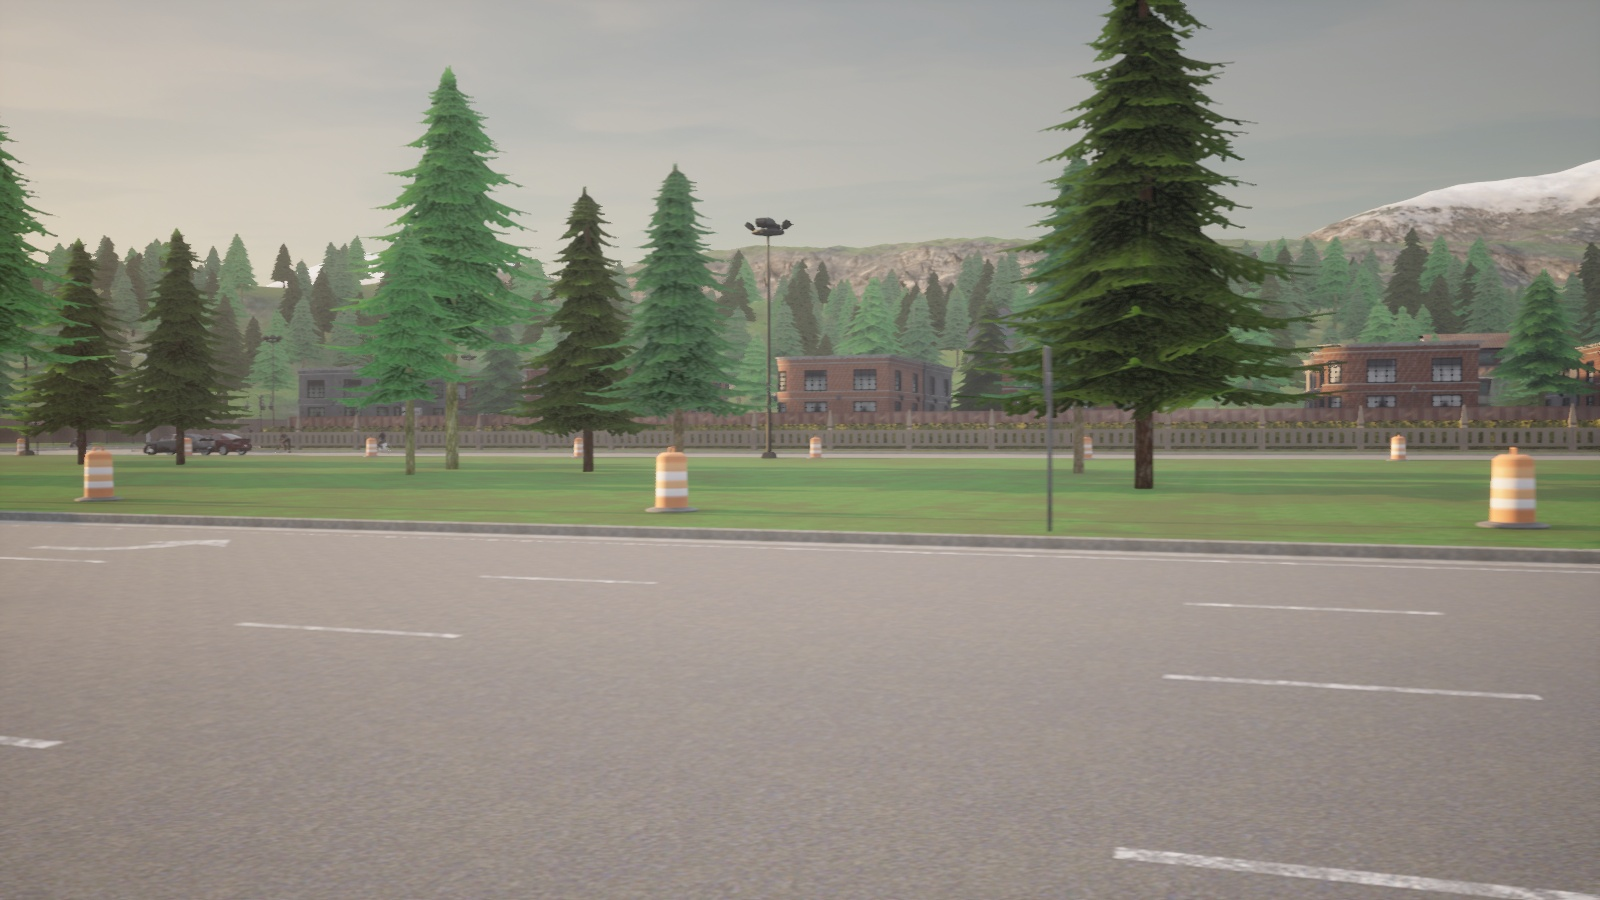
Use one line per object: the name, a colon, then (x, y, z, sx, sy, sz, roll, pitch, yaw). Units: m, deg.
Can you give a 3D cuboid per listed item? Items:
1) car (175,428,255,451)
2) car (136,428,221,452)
car: (-39.588, -0.706, 85.003, 5.008, 1.535, 1.882, 0, 1, 18)
car: (-40.372, -0.676, 81.576, 4.902, 1.511, 2.128, 1, 1, 18)
